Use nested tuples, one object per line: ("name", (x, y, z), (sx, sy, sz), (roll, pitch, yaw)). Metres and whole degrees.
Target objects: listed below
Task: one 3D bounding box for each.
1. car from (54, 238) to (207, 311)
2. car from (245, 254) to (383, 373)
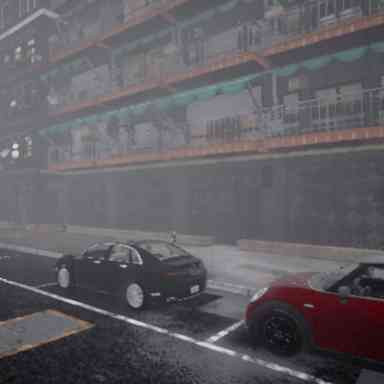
("car", (-1.690, 1.815, 8.247), (4.403, 1.369, 2.008), (-1, -3, 37))
("car", (2.814, 1.636, 4.862), (4.097, 1.590, 1.967), (-1, -3, 37))
